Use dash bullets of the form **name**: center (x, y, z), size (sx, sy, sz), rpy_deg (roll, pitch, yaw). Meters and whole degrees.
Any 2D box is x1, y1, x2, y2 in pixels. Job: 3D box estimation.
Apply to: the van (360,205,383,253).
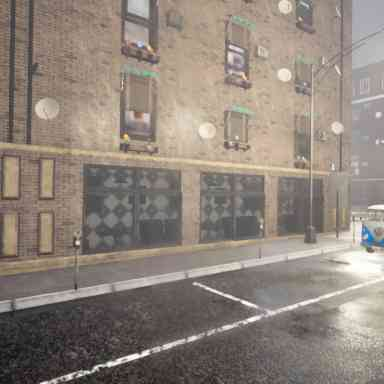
- **van**: center (7.819, 1.345, 12.229), size (3.998, 1.788, 1.690), rpy_deg (0, 1, -36)
